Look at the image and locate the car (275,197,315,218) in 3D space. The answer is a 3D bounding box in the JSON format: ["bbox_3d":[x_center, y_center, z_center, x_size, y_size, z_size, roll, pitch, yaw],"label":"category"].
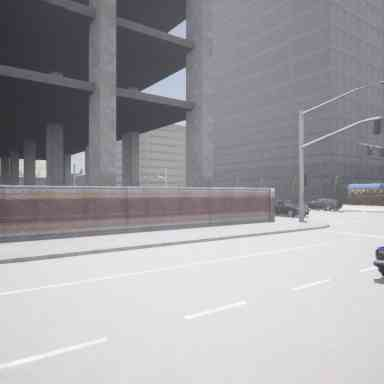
[{"bbox_3d":[8.522,1.505,30.851,1.837,1.490,4.892,0,0,-35],"label":"car"}]

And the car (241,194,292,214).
[{"bbox_3d":[8.195,1.221,37.309,2.150,2.045,5.566,0,0,-36],"label":"car"}]

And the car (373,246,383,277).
[{"bbox_3d":[6.816,1.601,8.846,4.718,1.301,1.895,0,0,-36],"label":"car"}]

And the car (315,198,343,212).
[{"bbox_3d":[15.396,1.491,39.574,2.128,1.511,4.902,0,0,-36],"label":"car"}]
